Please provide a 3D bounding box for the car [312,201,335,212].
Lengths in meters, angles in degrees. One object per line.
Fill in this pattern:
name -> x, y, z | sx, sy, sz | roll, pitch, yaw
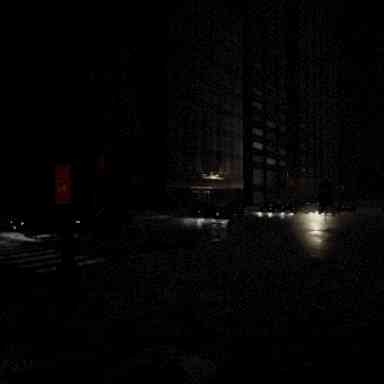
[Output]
car -> 20.517, 2.252, 51.626 | 2.128, 1.511, 4.902 | 0, -1, 36

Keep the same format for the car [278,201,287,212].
car -> 14.931, 2.376, 49.464 | 1.895, 1.301, 4.718 | 0, -1, 36

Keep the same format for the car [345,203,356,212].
car -> 23.147, 2.291, 49.716 | 2.033, 1.411, 5.357 | 0, -1, 36

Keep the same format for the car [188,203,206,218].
car -> 1.498, 1.961, 36.663 | 1.882, 1.535, 5.008 | 0, -1, 36

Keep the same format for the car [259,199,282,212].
car -> 12.302, 2.055, 51.377 | 2.150, 2.045, 5.566 | 0, -1, 36

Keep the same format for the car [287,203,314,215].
car -> 14.692, 2.174, 43.527 | 2.033, 1.411, 5.357 | 0, -1, 36

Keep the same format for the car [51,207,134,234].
car -> -5.852, 1.729, 21.007 | 2.128, 1.511, 4.902 | 0, -1, 36

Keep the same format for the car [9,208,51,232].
car -> -9.076, 1.789, 22.110 | 2.033, 1.411, 5.357 | 0, -1, 36

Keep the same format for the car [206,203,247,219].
car -> 3.939, 1.953, 34.494 | 2.128, 1.511, 4.902 | 0, -1, 36

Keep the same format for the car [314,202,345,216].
car -> 17.098, 2.109, 41.309 | 1.837, 1.490, 4.892 | 0, -1, 36
